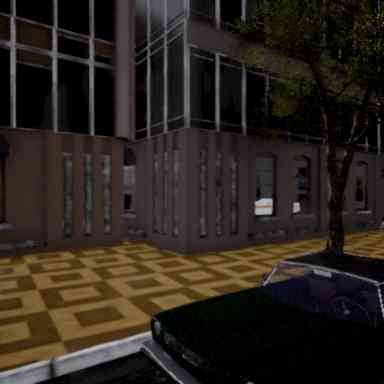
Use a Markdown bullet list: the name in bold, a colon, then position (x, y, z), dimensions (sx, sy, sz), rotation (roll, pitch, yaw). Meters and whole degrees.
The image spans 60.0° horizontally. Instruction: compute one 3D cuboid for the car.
- **car**: position (1.780, 1.588, 4.332), dimensions (4.718, 1.301, 1.895), rotation (0, 0, -35)
